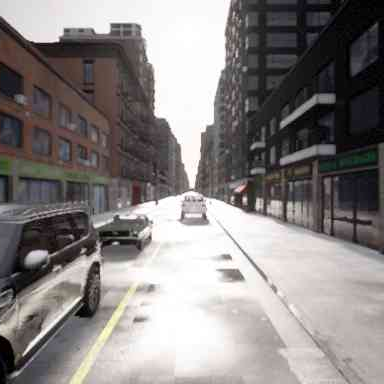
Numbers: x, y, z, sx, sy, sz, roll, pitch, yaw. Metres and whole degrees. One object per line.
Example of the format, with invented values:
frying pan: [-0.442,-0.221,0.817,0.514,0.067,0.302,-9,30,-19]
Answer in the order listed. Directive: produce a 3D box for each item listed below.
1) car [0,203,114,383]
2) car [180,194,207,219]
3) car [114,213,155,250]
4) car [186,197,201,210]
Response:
car: [-2.845,1.221,4.554,2.150,2.045,5.566,0,0,0]
car: [0.137,1.229,28.903,2.150,2.045,5.566,0,0,0]
car: [-2.823,1.603,14.566,1.895,1.301,4.718,0,0,0]
car: [0.157,1.494,44.486,1.882,1.535,5.008,0,0,0]
